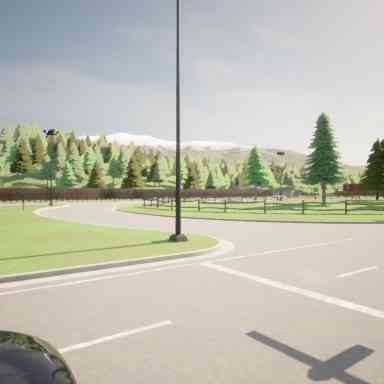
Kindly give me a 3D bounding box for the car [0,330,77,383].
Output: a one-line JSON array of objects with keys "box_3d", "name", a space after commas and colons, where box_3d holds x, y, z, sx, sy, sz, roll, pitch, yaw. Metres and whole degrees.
[{"box_3d": [-3.052, 1.505, 1.568, 4.892, 1.490, 1.837, 0, 0, -35], "name": "car"}]
